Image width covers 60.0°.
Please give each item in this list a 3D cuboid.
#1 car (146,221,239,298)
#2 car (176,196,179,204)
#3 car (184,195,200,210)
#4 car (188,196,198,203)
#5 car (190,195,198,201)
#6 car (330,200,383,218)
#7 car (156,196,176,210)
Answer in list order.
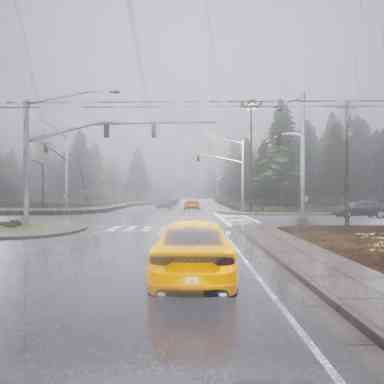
[{"bbox_3d":[0.043,1.474,8.599,1.882,1.535,5.008,0,0,1],"label":"car"},{"bbox_3d":[-3.587,1.601,55.172,1.895,1.301,4.718,0,0,1],"label":"car"},{"bbox_3d":[-0.011,1.478,42.262,1.882,1.535,5.008,0,0,0],"label":"car"},{"bbox_3d":[0.250,1.537,72.823,2.033,1.411,5.357,0,0,2],"label":"car"},{"bbox_3d":[0.641,1.442,83.215,1.837,1.490,4.892,0,0,2],"label":"car"},{"bbox_3d":[14.890,1.531,29.587,4.892,1.490,1.837,0,0,1],"label":"car"},{"bbox_3d":[-3.608,1.548,44.356,2.033,1.411,5.357,0,0,0],"label":"car"}]
